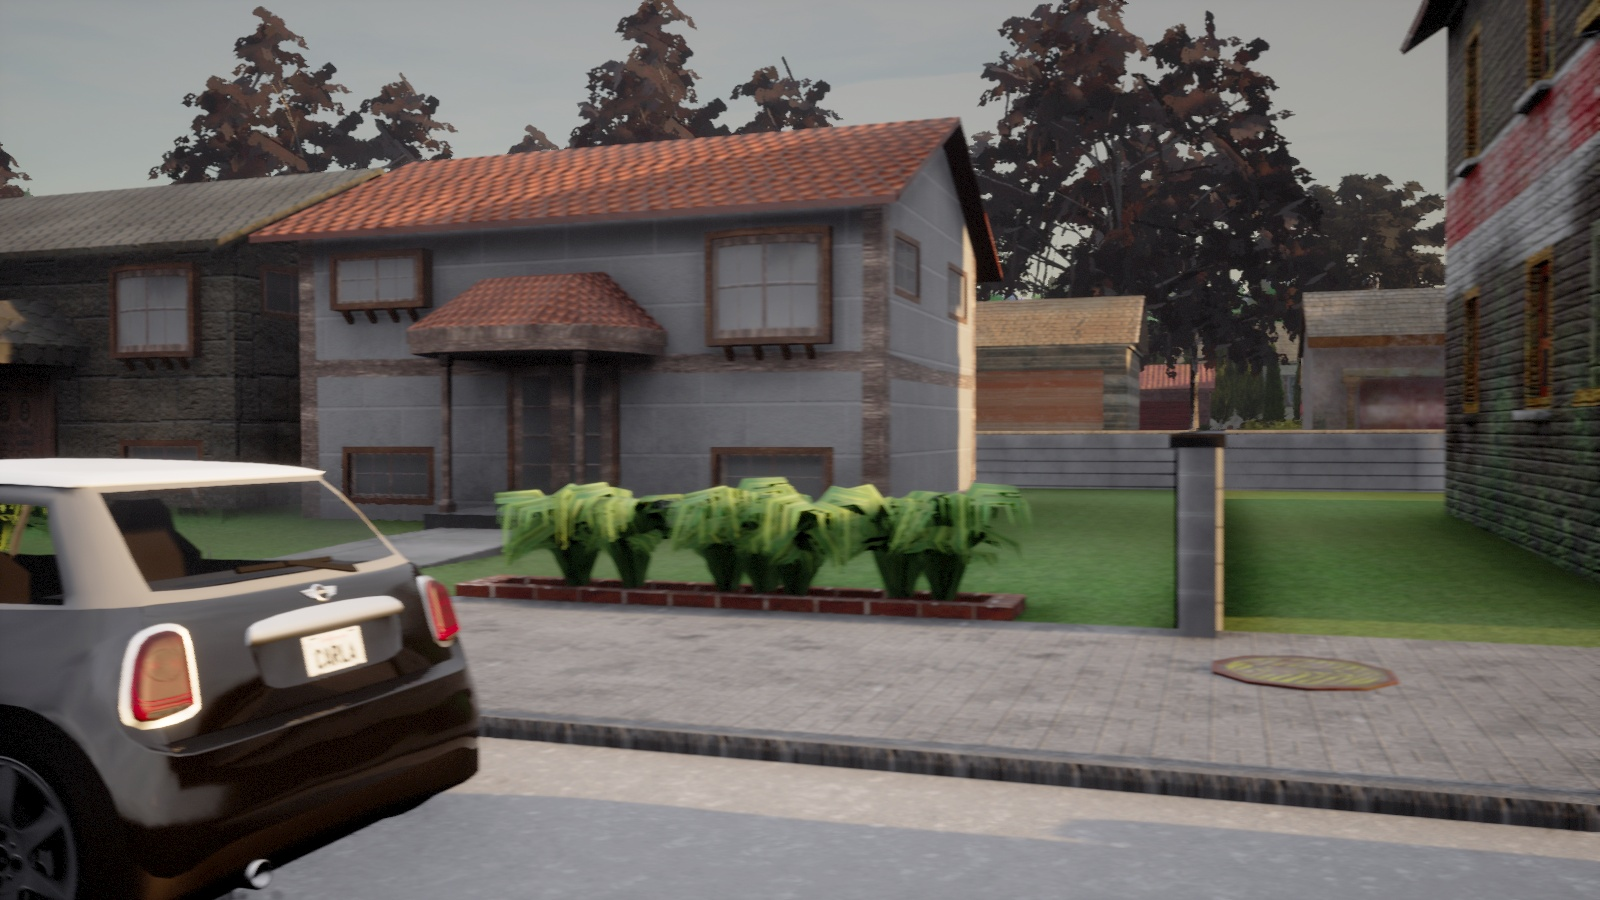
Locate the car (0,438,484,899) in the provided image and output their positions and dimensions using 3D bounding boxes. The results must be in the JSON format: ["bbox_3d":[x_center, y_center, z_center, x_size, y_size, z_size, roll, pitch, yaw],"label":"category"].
[{"bbox_3d":[-3.428,0.701,4.873,3.806,1.475,1.970,1,1,19],"label":"car"}]
